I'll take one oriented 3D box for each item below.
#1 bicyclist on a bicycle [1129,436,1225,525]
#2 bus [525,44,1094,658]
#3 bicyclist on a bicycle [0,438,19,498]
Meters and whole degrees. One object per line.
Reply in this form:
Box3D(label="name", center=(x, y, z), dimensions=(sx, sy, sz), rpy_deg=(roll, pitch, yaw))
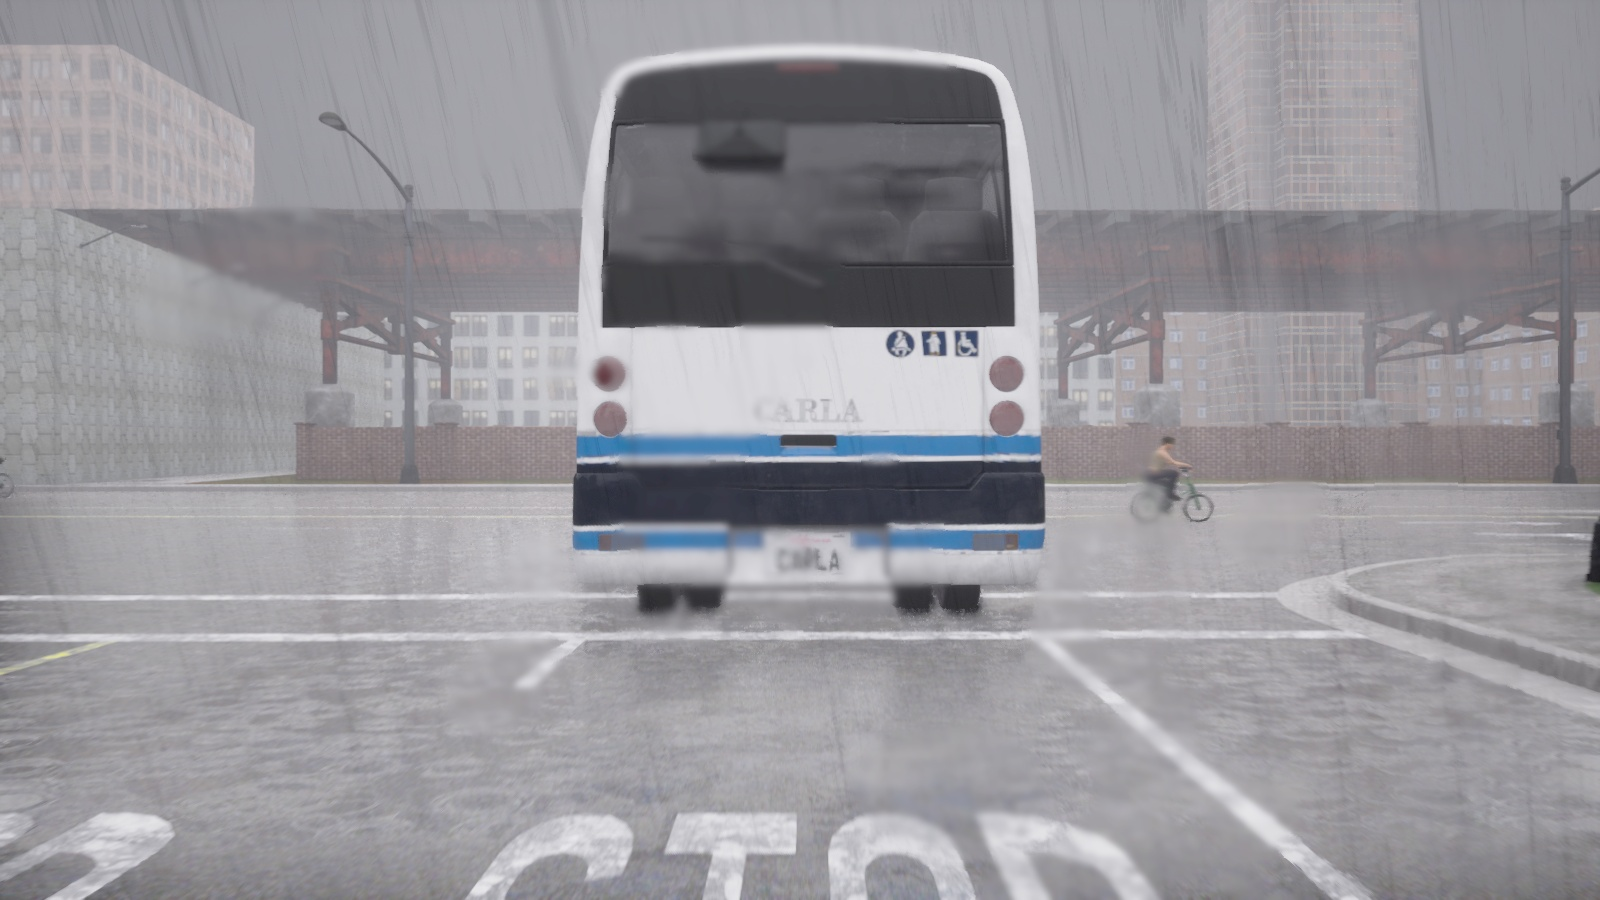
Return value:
Box3D(label="bicyclist on a bicycle", center=(6.965, 0.557, 23.271), dimensions=(1.509, 1.612, 0.866), rpy_deg=(0, 0, 1))
Box3D(label="bus", center=(0.105, -0.708, 13.855), dimensions=(3.944, 4.253, 10.273), rpy_deg=(0, 0, 0))
Box3D(label="bicyclist on a bicycle", center=(-22.307, 0.488, 34.228), dimensions=(1.656, 1.620, 0.582), rpy_deg=(0, 0, 1))
